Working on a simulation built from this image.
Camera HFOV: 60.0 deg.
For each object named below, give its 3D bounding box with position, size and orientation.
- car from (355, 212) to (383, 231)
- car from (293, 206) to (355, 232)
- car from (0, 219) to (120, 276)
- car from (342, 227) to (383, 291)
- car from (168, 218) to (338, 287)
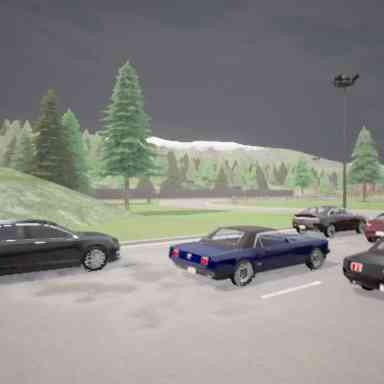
[{"bbox_3d":[9.471,1.522,14.784,4.674,1.442,1.812,0,0,-35],"label":"car"},{"bbox_3d":[7.328,1.488,17.555,4.902,1.511,2.128,0,0,-35],"label":"car"},{"bbox_3d":[-4.422,1.506,9.190,4.892,1.490,1.837,0,0,-35],"label":"car"},{"bbox_3d":[5.627,1.599,7.751,4.718,1.301,1.895,0,0,-35],"label":"car"},{"bbox_3d":[1.801,1.599,9.322,4.718,1.301,1.895,0,0,-35],"label":"car"}]
